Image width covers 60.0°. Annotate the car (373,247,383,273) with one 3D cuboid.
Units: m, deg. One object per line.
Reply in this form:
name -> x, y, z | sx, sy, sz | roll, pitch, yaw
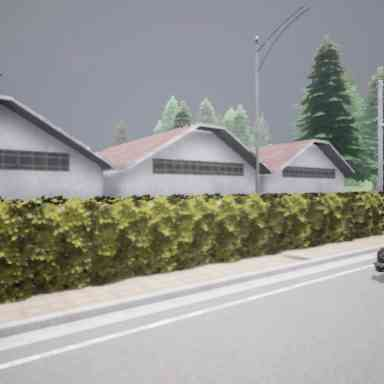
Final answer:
car -> 7.079, 1.457, 8.951 | 5.357, 1.411, 2.033 | -1, 0, -35
